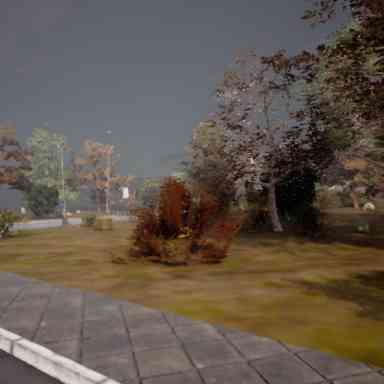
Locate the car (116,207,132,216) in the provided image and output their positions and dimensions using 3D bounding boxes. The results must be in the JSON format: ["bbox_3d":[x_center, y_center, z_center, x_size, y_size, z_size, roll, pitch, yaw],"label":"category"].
[{"bbox_3d":[-10.589,3.212,55.577,2.128,1.511,4.902,-4,-3,33],"label":"car"}]
